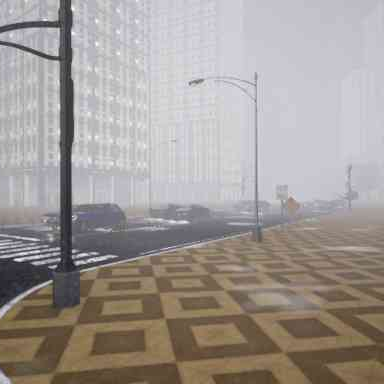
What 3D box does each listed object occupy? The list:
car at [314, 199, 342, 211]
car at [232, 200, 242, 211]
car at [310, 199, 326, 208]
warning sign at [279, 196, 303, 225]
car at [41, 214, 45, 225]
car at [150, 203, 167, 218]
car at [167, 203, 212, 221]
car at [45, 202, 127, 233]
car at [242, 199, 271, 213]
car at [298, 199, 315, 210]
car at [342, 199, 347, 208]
[{"bbox_3d":[18.809,1.852,45.874,2.033,1.411,5.357,0,0,31],"label":"car"},{"bbox_3d":[7.378,1.791,46.389,1.882,1.535,5.008,0,-1,34],"label":"car"},{"bbox_3d":[21.478,1.901,56.502,1.812,1.442,4.674,0,0,31],"label":"car"},{"bbox_3d":[6.841,1.250,22.944,1.300,1.860,1.060,0,0,34],"label":"warning sign"},{"bbox_3d":[-8.146,1.630,23.543,2.128,1.511,4.902,0,-1,34],"label":"car"},{"bbox_3d":[-2.146,1.771,32.311,1.994,1.385,4.181,0,-1,35],"label":"car"},{"bbox_3d":[0.025,1.751,29.736,1.994,1.385,4.181,0,-1,34],"label":"car"},{"bbox_3d":[-6.226,1.467,20.548,2.097,1.767,4.553,0,-1,34],"label":"car"},{"bbox_3d":[8.493,1.787,42.211,1.837,1.490,4.892,0,-1,34],"label":"car"},{"bbox_3d":[16.299,1.922,47.987,1.895,1.301,4.718,0,0,32],"label":"car"},{"bbox_3d":[24.203,1.838,54.729,1.882,1.535,5.008,0,0,31],"label":"car"}]
